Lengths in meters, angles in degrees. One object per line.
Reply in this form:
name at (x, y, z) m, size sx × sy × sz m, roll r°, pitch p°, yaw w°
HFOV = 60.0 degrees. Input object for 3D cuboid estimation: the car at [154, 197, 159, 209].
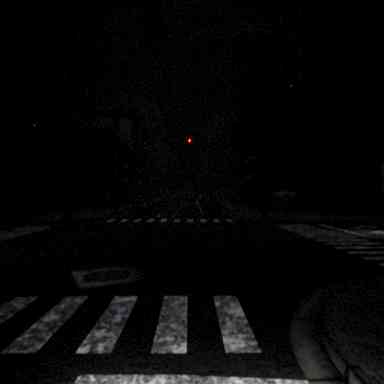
car at (-5.700, 1.429, 41.955) m, size 1.967 × 1.590 × 4.097 m, roll 0°, pitch 0°, yaw 0°

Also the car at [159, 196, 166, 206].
car at (-5.692, 1.576, 52.976) m, size 1.802 × 1.307 × 4.206 m, roll 0°, pitch 0°, yaw 0°

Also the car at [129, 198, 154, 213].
car at (-5.704, 1.428, 36.444) m, size 1.967 × 1.590 × 4.097 m, roll 0°, pitch 0°, yaw 0°

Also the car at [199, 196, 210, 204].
car at (2.329, 1.573, 47.460) m, size 1.802 × 1.307 × 4.206 m, roll 0°, pitch 0°, yaw 0°

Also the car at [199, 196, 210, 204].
car at (2.342, 1.555, 63.992) m, size 2.008 × 1.369 × 4.403 m, roll 0°, pitch 0°, yaw 0°

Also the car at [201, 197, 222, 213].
car at (2.321, 1.553, 36.438) m, size 1.947 × 1.339 × 4.313 m, roll 0°, pitch 0°, yaw 0°

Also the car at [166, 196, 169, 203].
car at (-5.687, 1.550, 58.487) m, size 2.008 × 1.369 × 4.403 m, roll 0°, pitch 0°, yaw 0°

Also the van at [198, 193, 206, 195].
van at (2.338, 1.340, 58.481) m, size 1.690 × 1.788 × 3.998 m, roll 0°, pitch 0°, yaw 0°

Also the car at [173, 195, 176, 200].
car at (-5.670, 1.578, 80.530) m, size 2.008 × 1.369 × 4.403 m, roll 0°, pitch 0°, yaw 0°

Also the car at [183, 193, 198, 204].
car at (-0.296, 1.509, 63.586) m, size 1.837 × 1.490 × 4.892 m, roll 0°, pitch 0°, yaw 0°

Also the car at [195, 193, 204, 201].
car at (1.995, 1.271, 90.437) m, size 2.150 × 2.045 × 5.566 m, roll 0°, pitch 0°, yaw 0°

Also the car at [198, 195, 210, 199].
car at (2.333, 1.560, 52.971) m, size 1.947 × 1.339 × 4.313 m, roll 0°, pitch 0°, yaw 0°

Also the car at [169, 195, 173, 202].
car at (-5.679, 1.452, 69.509) m, size 1.967 × 1.590 × 4.097 m, roll 0°, pitch 0°, yaw 0°
